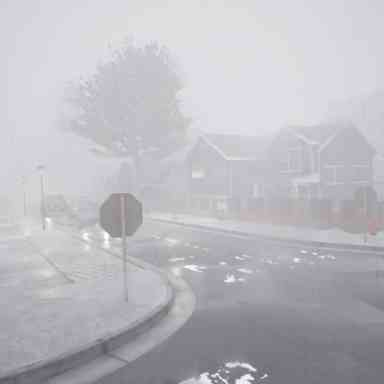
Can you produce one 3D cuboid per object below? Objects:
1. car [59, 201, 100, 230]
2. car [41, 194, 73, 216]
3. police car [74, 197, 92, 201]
[{"bbox_3d":[-7.121,1.598,22.292,2.033,1.411,5.357,-3,2,-32],"label":"car"},{"bbox_3d":[-14.080,1.257,33.899,2.150,2.045,5.566,-3,2,-30],"label":"car"},{"bbox_3d":[-11.731,1.337,35.515,1.930,1.638,5.238,-3,1,-31],"label":"police car"}]
